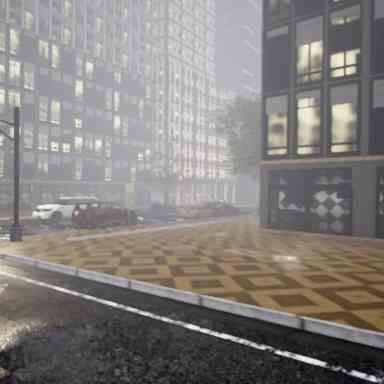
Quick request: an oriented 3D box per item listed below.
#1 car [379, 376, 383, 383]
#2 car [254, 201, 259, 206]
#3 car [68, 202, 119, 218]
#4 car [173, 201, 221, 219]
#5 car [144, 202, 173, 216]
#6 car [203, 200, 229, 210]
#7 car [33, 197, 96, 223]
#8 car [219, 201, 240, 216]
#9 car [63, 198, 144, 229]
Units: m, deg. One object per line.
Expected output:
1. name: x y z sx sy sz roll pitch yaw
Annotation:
1. car: 3.353 1.595 1.293 4.718 1.301 1.895 0 0 36
2. car: 13.751 2.068 65.023 1.752 1.417 4.829 0 0 36
3. car: -9.719 1.735 33.294 1.752 1.417 4.829 0 0 36
4. car: 0.576 1.895 33.120 1.752 1.417 4.829 0 0 36
5. car: -4.215 1.840 36.367 2.033 1.411 5.357 1 0 36
6. car: 3.794 1.970 51.562 1.947 1.339 4.313 0 0 36
7. car: -10.364 1.424 28.050 2.150 2.045 5.566 1 0 37
8. car: 3.829 1.998 37.519 1.802 1.307 4.206 0 0 36
9. car: -6.231 1.584 23.916 2.192 1.841 5.009 0 0 36
